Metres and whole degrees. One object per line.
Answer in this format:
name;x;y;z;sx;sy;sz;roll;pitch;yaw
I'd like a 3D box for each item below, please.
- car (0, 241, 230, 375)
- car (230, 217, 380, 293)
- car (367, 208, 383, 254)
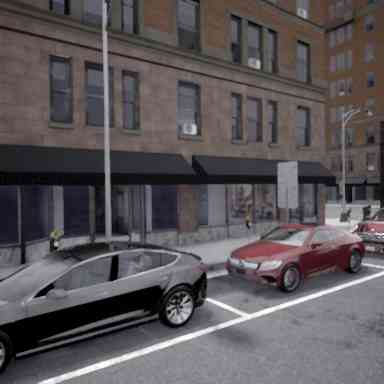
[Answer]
car;-1.713;1.540;5.308;4.313;1.339;1.947;-1;1;-35
car;2.772;1.466;8.493;4.206;1.307;1.802;-1;1;-35
car;7.255;1.235;11.676;4.097;1.590;1.967;-1;1;-35
